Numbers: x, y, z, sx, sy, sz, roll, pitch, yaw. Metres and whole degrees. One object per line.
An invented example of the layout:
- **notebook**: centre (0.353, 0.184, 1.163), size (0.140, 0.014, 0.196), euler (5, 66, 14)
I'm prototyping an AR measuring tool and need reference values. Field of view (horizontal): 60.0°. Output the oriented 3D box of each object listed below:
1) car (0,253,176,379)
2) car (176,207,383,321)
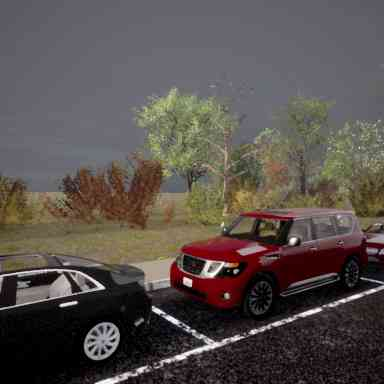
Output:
- **car**: centre (-2.635, 1.551, 4.209), size (4.403, 1.369, 2.008), euler (0, 1, -35)
- **car**: centre (1.971, 1.316, 7.487), size (5.009, 1.841, 2.192), euler (0, 1, -35)
